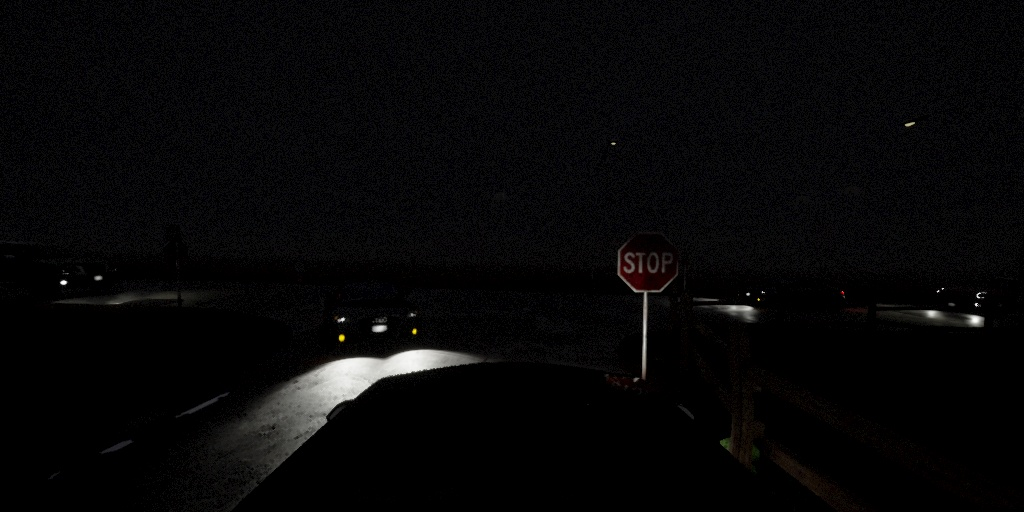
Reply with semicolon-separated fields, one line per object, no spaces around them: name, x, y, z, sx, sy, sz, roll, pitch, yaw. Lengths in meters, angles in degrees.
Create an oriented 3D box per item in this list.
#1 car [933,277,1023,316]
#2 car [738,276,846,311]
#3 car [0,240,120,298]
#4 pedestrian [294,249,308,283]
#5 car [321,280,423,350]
car;23.172;1.797;17.010;4.553;1.767;2.097;2;3;0
car;13.232;1.699;17.073;4.181;1.385;1.994;2;3;0
car;-19.302;0.444;14.349;5.566;2.045;2.150;2;3;0
pedestrian;-11.994;0.539;20.275;0.375;1.860;0.375;0;1;0
car;-3.659;1.312;9.156;1.994;1.385;4.181;1;0;-28
